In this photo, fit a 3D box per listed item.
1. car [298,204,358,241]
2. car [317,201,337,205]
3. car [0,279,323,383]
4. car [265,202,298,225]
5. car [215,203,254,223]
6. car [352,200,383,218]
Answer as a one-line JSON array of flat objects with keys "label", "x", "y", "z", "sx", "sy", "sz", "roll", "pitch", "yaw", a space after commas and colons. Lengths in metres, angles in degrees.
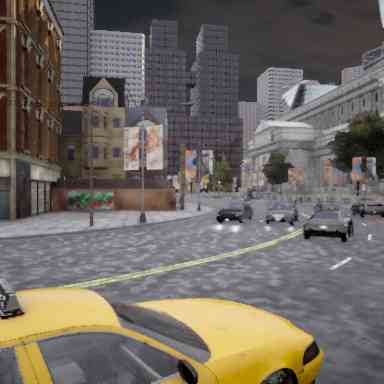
[{"label": "car", "x": 6.957, "y": 1.555, "z": 16.775, "sx": 1.994, "sy": 1.385, "sz": 4.181, "roll": 0, "pitch": 0, "yaw": 30}, {"label": "car", "x": 12.482, "y": 1.530, "z": 30.920, "sx": 2.033, "sy": 1.411, "sz": 5.357, "roll": 0, "pitch": 0, "yaw": 13}, {"label": "car", "x": -1.084, "y": 1.453, "z": 2.551, "sx": 5.366, "sy": 1.575, "sz": 1.801, "roll": 0, "pitch": 0, "yaw": -37}, {"label": "car", "x": 6.534, "y": 1.478, "z": 23.814, "sx": 2.128, "sy": 1.511, "sz": 4.902, "roll": 0, "pitch": 0, "yaw": 23}, {"label": "car", "x": 3.427, "y": 1.528, "z": 25.412, "sx": 2.033, "sy": 1.411, "sz": 5.357, "roll": 0, "pitch": 0, "yaw": 22}, {"label": "car", "x": 15.955, "y": 1.478, "z": 30.452, "sx": 2.128, "sy": 1.511, "sz": 4.902, "roll": 0, "pitch": 0, "yaw": 12}]
